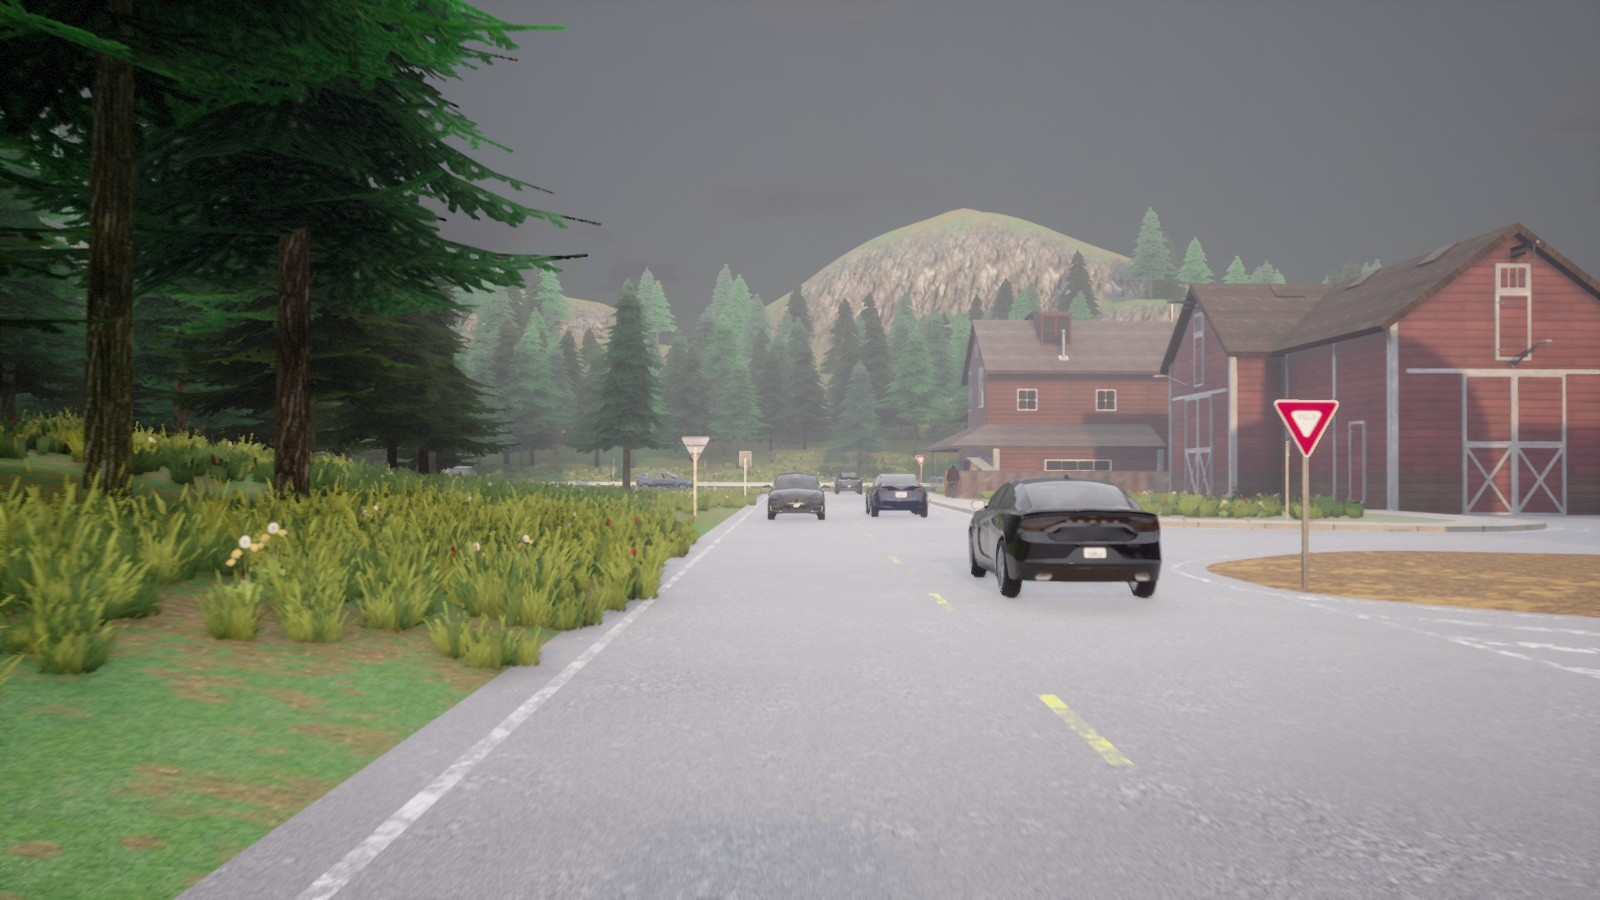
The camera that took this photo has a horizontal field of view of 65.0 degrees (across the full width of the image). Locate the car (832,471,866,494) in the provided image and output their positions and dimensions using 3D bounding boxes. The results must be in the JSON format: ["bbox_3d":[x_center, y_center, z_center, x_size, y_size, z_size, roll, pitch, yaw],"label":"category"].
[{"bbox_3d":[3.293,2.190,85.561,2.128,1.511,4.902,0,-1,0],"label":"car"}]

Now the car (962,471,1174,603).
[{"bbox_3d":[3.477,1.068,17.278,1.882,1.535,5.008,0,-1,1],"label":"car"}]

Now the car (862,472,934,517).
[{"bbox_3d":[3.392,1.546,44.486,2.163,1.488,4.792,0,-1,0],"label":"car"}]

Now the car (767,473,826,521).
[{"bbox_3d":[-0.100,1.518,41.754,1.837,1.490,4.892,0,-1,0],"label":"car"}]

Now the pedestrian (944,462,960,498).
[{"bbox_3d":[7.878,1.527,65.050,0.634,1.844,0.899,0,-1,-5],"label":"pedestrian"}]
